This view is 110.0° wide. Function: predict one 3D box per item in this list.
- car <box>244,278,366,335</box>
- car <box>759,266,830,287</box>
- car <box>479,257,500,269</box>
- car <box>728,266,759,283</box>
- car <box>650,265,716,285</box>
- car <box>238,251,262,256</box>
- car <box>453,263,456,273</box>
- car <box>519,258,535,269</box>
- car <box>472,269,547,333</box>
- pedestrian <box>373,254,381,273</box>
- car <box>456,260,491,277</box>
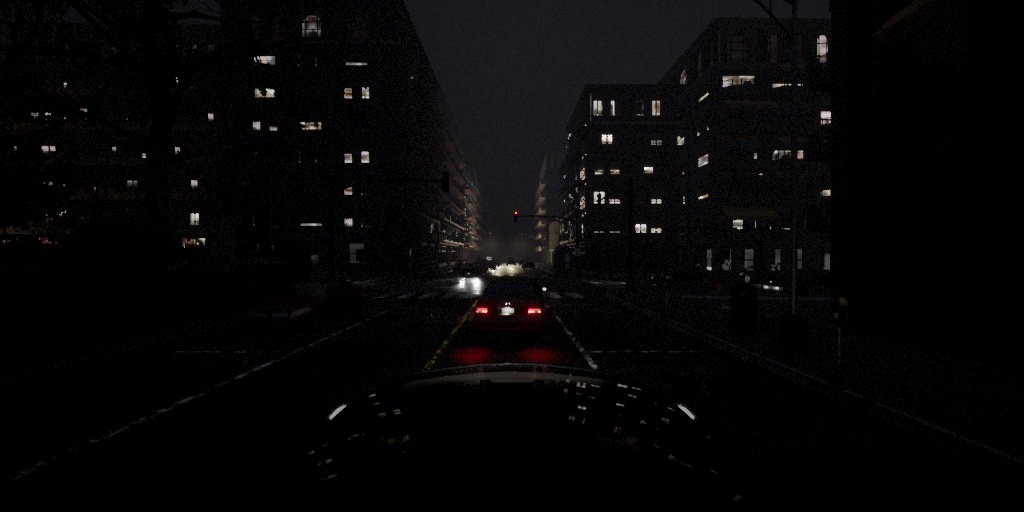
[{"bbox_3d":[-5.713,1.331,10.502,1.802,1.307,4.207,0,0,0],"label":"car"},{"bbox_3d":[23.499,1.732,28.906,5.357,1.411,2.033,1,0,-1],"label":"car"},{"bbox_3d":[-3.245,1.296,51.732,2.033,1.411,5.357,0,0,0],"label":"car"},{"bbox_3d":[21.293,1.571,31.431,4.097,1.591,1.967,0,0,-1],"label":"car"},{"bbox_3d":[13.690,1.502,28.752,4.902,1.511,2.128,1,0,-1],"label":"car"},{"bbox_3d":[-17.606,0.694,25.075,5.566,2.045,2.150,1,0,-1],"label":"car"},{"bbox_3d":[-5.811,1.188,42.912,1.967,1.591,4.097,0,0,0],"label":"car"},{"bbox_3d":[2.535,1.299,54.209,2.007,1.370,4.403,0,0,0],"label":"car"},{"bbox_3d":[0.052,1.297,10.715,2.033,1.411,5.357,0,0,3],"label":"car"},{"bbox_3d":[-12.807,0.652,33.884,0.375,1.860,0.375,0,-1,-1],"label":"pedestrian"},{"bbox_3d":[-3.743,1.349,35.743,1.895,1.301,4.718,0,0,8],"label":"car"}]
